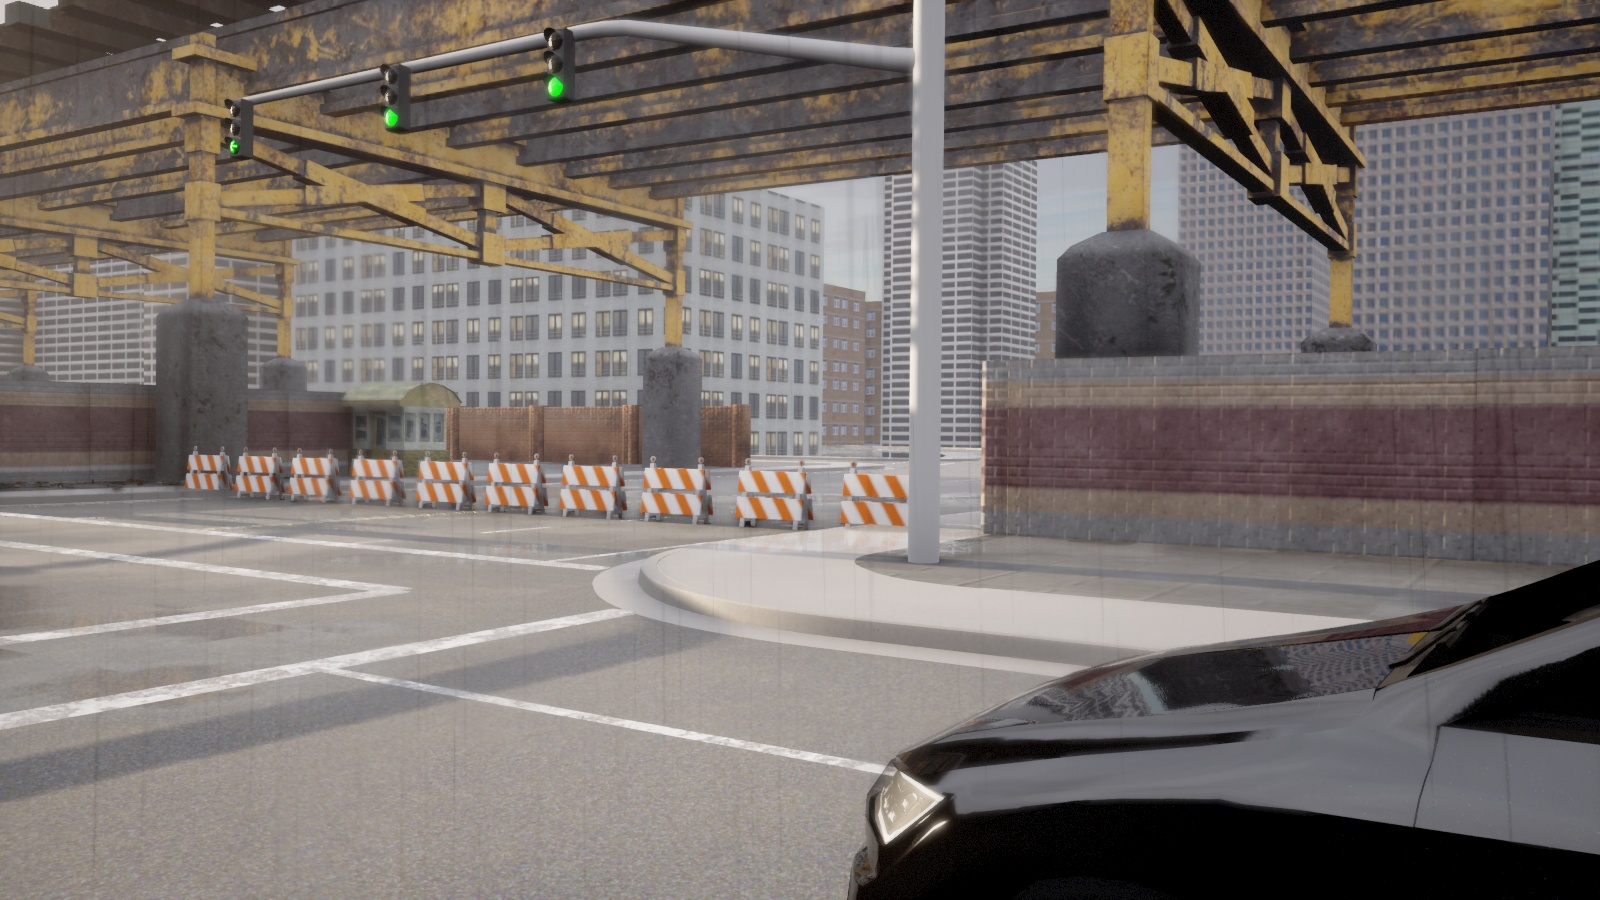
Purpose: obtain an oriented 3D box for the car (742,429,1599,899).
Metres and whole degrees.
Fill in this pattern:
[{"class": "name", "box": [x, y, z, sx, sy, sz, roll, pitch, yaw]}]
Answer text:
[{"class": "car", "box": [2.136, 0.696, 2.204, 4.193, 1.474, 1.816, 0, 1, 34]}]
